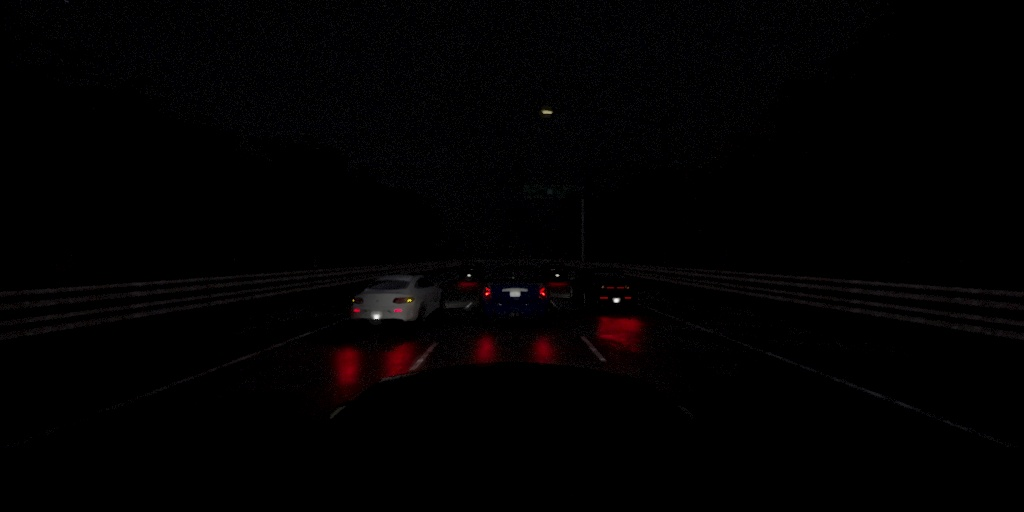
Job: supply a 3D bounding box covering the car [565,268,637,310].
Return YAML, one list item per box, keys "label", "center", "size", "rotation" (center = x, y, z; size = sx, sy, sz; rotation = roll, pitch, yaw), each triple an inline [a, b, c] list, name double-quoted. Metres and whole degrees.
- label: "car"
  center: [3.598, 1.263, 14.757]
  size: [1.837, 1.490, 4.892]
  rotation: [0, 0, 0]

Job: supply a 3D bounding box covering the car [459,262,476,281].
- label: "car"
  center: [-3.400, 1.282, 30.918]
  size: [1.837, 1.490, 4.892]
  rotation: [0, 0, 0]

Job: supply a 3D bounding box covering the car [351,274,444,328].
- label: "car"
  center: [-3.407, 1.281, 11.323]
  size: [1.812, 1.442, 4.674]
  rotation: [0, 0, 0]

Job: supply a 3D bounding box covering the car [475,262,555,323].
- label: "car"
  center: [0.094, 1.107, 12.259]
  size: [2.097, 1.767, 4.553]
  rotation: [0, 0, 0]

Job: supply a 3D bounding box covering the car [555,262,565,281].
- label: "car"
  center: [3.600, 1.282, 30.882]
  size: [1.837, 1.490, 4.892]
  rotation: [0, 0, 0]
